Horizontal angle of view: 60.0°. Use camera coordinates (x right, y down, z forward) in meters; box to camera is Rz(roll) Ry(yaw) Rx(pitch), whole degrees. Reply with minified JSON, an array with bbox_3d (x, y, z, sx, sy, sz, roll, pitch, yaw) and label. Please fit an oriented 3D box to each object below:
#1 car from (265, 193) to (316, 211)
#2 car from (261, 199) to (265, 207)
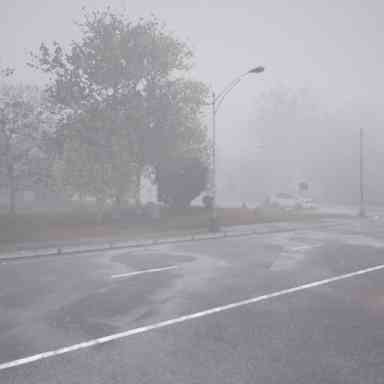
[{"bbox_3d":[11.704,1.105,39.021,2.150,2.045,5.566,0,0,-38],"label":"car"},{"bbox_3d":[11.513,1.394,44.999,1.812,1.442,4.674,0,0,-37],"label":"car"}]
